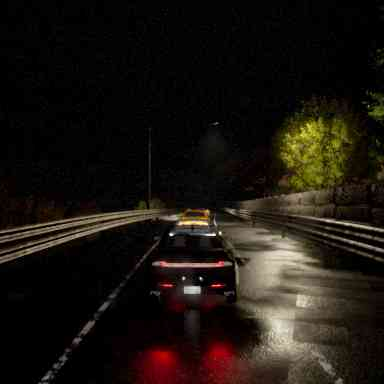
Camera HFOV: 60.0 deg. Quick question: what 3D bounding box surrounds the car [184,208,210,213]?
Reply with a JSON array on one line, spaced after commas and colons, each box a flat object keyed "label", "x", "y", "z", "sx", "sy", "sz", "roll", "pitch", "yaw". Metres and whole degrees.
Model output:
[{"label": "car", "x": 0.198, "y": 1.916, "z": 21.752, "sx": 1.882, "sy": 1.535, "sz": 5.008, "roll": 0, "pitch": -2, "yaw": 1}]

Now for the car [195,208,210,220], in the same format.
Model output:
[{"label": "car", "x": 1.492, "y": 2.986, "z": 46.009, "sx": 1.882, "sy": 1.535, "sz": 5.008, "roll": 0, "pitch": -3, "yaw": 4}]

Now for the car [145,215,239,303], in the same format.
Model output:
[{"label": "car", "x": 0.012, "y": 1.556, "z": 8.293, "sx": 2.128, "sy": 1.511, "sz": 4.902, "roll": 0, "pitch": -1, "yaw": 0}]

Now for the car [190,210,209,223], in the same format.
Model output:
[{"label": "car", "x": 0.898, "y": 2.692, "z": 36.619, "sx": 1.895, "sy": 1.301, "sz": 4.718, "roll": 0, "pitch": -3, "yaw": 3}]

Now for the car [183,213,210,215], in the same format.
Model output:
[{"label": "car", "x": 0.062, "y": 1.796, "z": 14.522, "sx": 1.895, "sy": 1.301, "sz": 4.718, "roll": 0, "pitch": -2, "yaw": 1}]
